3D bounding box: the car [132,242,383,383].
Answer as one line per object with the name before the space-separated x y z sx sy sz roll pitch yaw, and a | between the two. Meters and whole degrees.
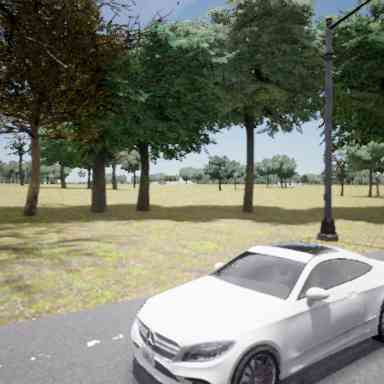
car | 1.417 1.547 4.993 4.674 1.442 1.812 0 0 -35
